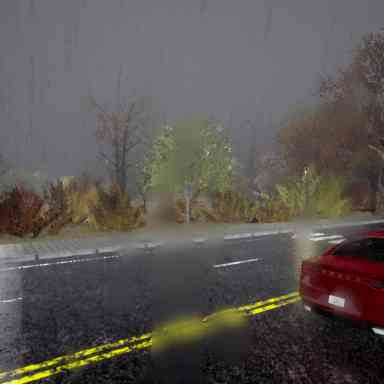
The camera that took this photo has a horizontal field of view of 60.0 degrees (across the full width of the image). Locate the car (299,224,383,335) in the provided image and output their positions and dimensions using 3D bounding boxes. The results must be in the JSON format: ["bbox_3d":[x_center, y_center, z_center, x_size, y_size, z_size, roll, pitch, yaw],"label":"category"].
[{"bbox_3d":[4.180,1.480,6.415,5.008,1.535,1.882,0,0,-35],"label":"car"}]
